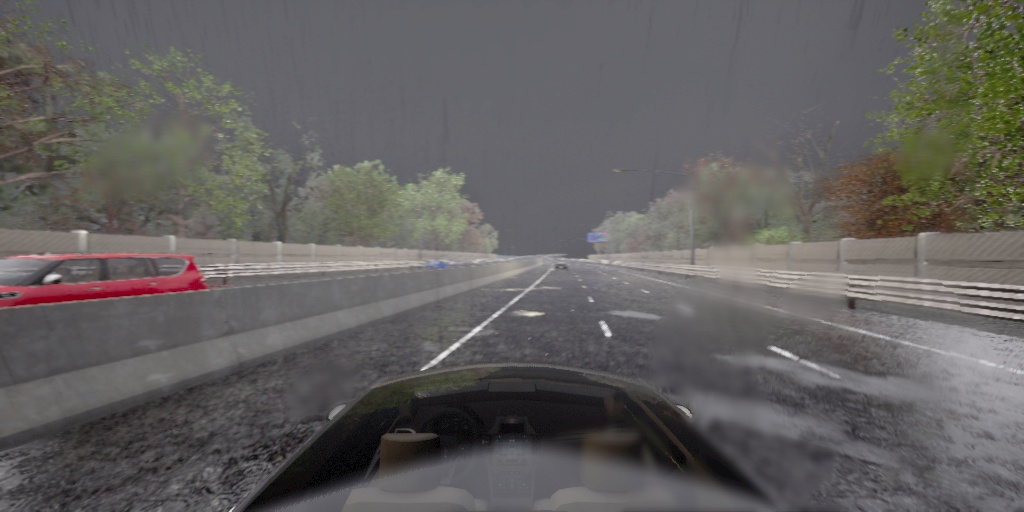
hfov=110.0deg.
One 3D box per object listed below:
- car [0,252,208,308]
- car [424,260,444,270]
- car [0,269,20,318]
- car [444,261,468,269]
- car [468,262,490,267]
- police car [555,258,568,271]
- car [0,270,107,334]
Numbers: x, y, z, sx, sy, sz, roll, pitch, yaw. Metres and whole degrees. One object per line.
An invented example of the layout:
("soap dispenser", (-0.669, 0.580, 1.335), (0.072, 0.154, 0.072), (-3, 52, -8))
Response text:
("car", (-10.201, 0.918, 8.196), (2.150, 2.045, 5.566), (0, 0, 9))
("car", (-10.757, 1.320, 50.718), (1.882, 1.535, 5.008), (0, 0, 9))
("car", (-17.120, 1.154, 9.264), (1.837, 1.490, 4.892), (0, 0, 9))
("car", (-7.298, 1.414, 50.114), (2.033, 1.411, 5.357), (0, 0, 9))
("car", (-4.061, 1.447, 48.197), (1.994, 1.385, 4.181), (0, 0, 9))
("police car", (7.477, 1.463, 54.343), (1.930, 1.638, 5.238), (0, -1, 8))
("car", (-13.669, 1.178, 8.683), (1.837, 1.490, 4.892), (0, 0, 9))
